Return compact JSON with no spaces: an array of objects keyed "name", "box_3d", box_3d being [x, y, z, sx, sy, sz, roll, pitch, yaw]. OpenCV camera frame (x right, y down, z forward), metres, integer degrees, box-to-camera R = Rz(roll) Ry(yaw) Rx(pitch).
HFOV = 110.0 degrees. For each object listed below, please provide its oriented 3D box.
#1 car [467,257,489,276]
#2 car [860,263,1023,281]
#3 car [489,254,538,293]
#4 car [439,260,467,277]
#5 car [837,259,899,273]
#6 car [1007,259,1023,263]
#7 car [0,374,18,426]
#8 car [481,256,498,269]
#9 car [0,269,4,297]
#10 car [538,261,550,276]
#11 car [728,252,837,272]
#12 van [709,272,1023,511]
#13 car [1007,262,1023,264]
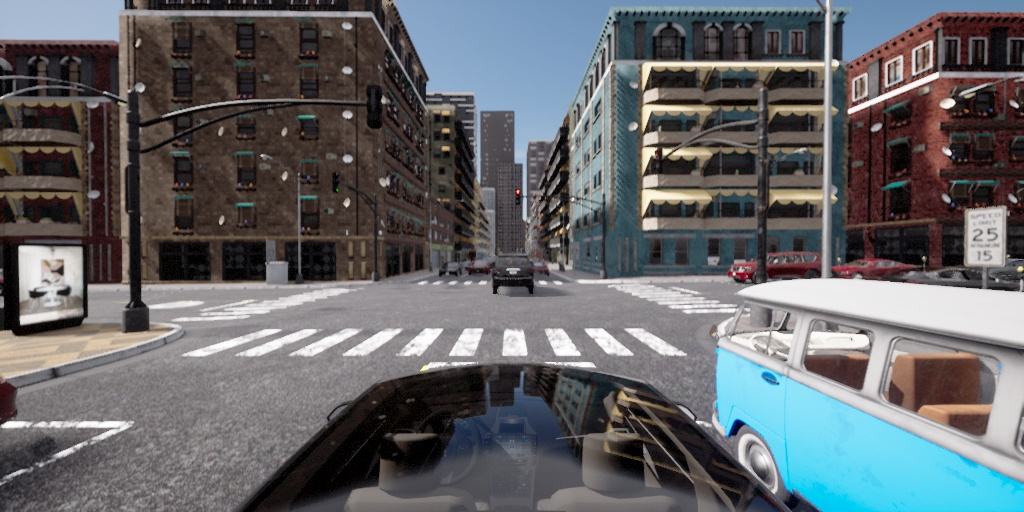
[{"name":"car","box_3d":[-3.180,1.107,35.632,1.882,1.535,5.008,0,0,0]},{"name":"car","box_3d":[15.766,1.056,12.970,4.313,1.339,1.948,0,0,-1]},{"name":"car","box_3d":[0.054,0.904,20.172,2.150,2.045,5.566,0,0,0]},{"name":"car","box_3d":[-5.770,1.200,34.151,1.948,1.339,4.313,0,0,0]},{"name":"car","box_3d":[21.295,0.859,21.403,4.507,1.381,1.888,0,0,-1]},{"name":"car","box_3d":[25.661,0.845,18.846,4.181,1.385,1.994,-1,1,-1]},{"name":"car","box_3d":[-5.692,1.332,1.746,1.802,1.307,4.207,0,0,0]},{"name":"car","box_3d":[-3.206,0.929,52.301,2.097,1.767,4.553,0,0,0]},{"name":"car","box_3d":[-30.308,1.503,21.041,4.097,1.591,1.967,0,0,-1]},{"name":"car","box_3d":[2.611,1.216,34.159,1.802,1.307,4.207,0,0,0]},{"name":"car","box_3d":[15.725,0.709,21.350,5.009,1.841,2.192,0,0,-1]},{"name":"van","box_3d":[2.689,1.091,1.765,1.690,1.789,3.998,0,0,0]},{"name":"car","box_3d":[21.336,0.992,13.023,4.207,1.307,1.802,0,0,-1]}]
